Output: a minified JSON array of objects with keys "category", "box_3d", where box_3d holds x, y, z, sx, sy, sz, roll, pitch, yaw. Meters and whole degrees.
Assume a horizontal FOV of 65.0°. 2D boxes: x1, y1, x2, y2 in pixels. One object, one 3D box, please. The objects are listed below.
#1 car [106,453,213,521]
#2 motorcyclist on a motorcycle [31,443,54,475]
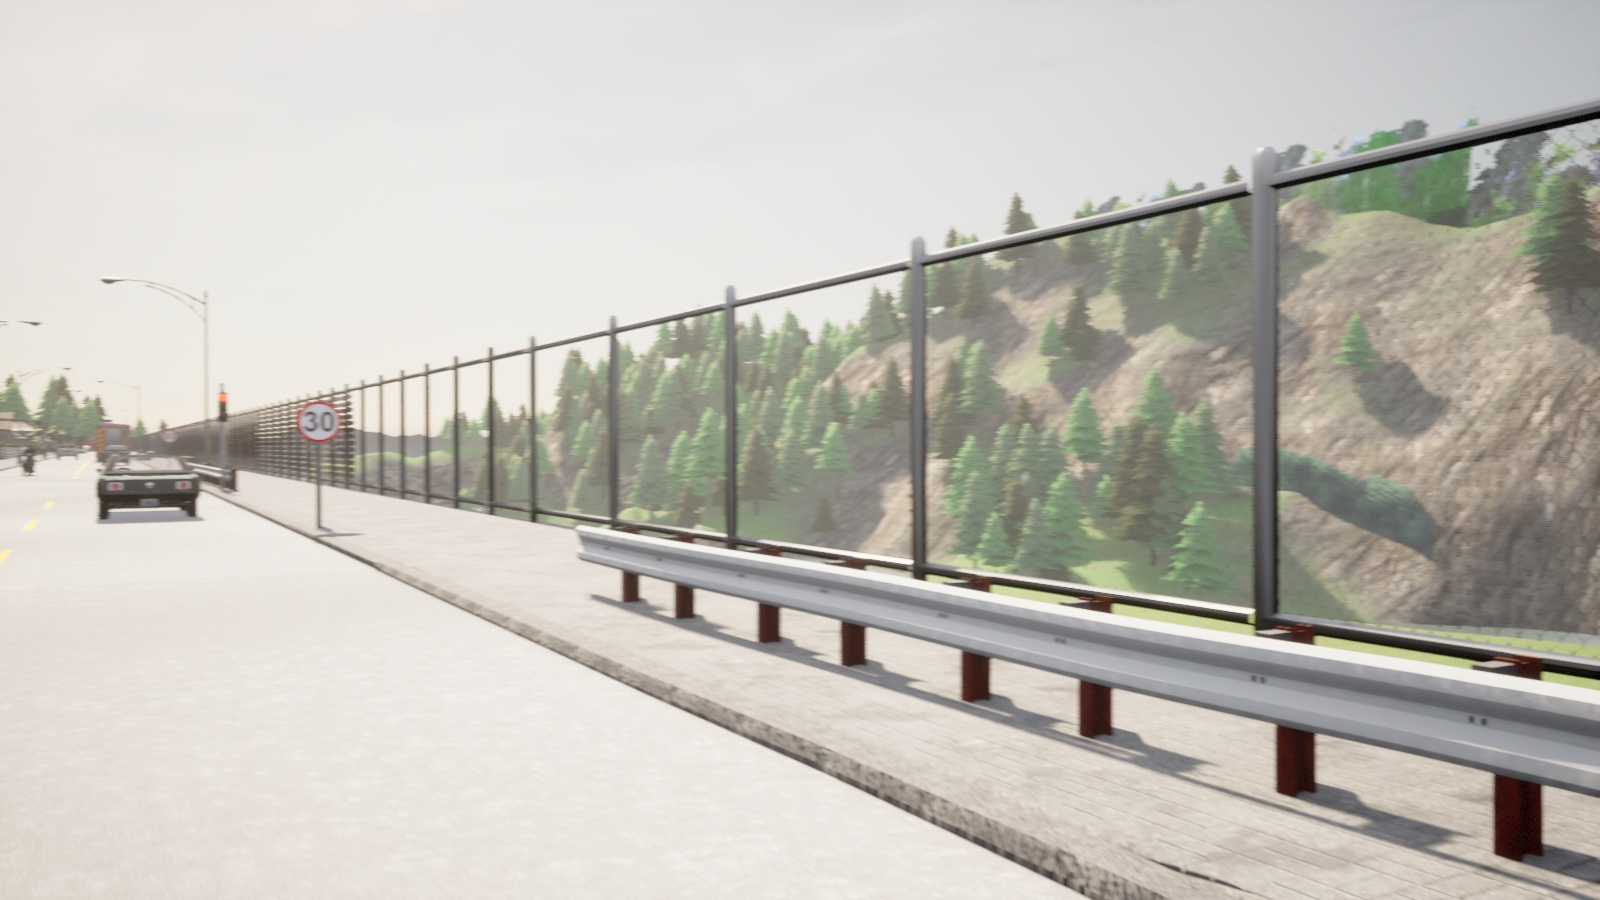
[{"category":"car","box_3d":[-13.797,0.725,26.949,1.895,1.301,4.718,0,0,-29]},{"category":"motorcyclist on a motorcycle","box_3d":[-38.019,0.432,63.038,0.866,1.590,1.817,0,0,-29]}]
